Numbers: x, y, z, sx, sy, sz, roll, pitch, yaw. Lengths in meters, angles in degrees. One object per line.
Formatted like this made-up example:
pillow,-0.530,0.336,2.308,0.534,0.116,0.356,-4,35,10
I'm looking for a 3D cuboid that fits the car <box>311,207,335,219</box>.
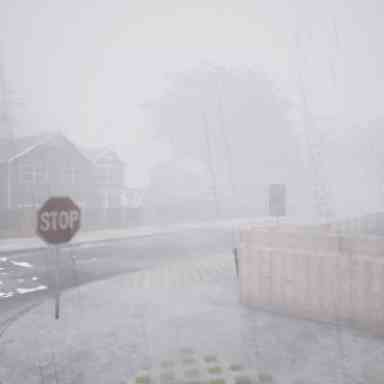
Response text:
car,17.583,2.773,44.381,2.033,1.411,5.357,0,-1,36
